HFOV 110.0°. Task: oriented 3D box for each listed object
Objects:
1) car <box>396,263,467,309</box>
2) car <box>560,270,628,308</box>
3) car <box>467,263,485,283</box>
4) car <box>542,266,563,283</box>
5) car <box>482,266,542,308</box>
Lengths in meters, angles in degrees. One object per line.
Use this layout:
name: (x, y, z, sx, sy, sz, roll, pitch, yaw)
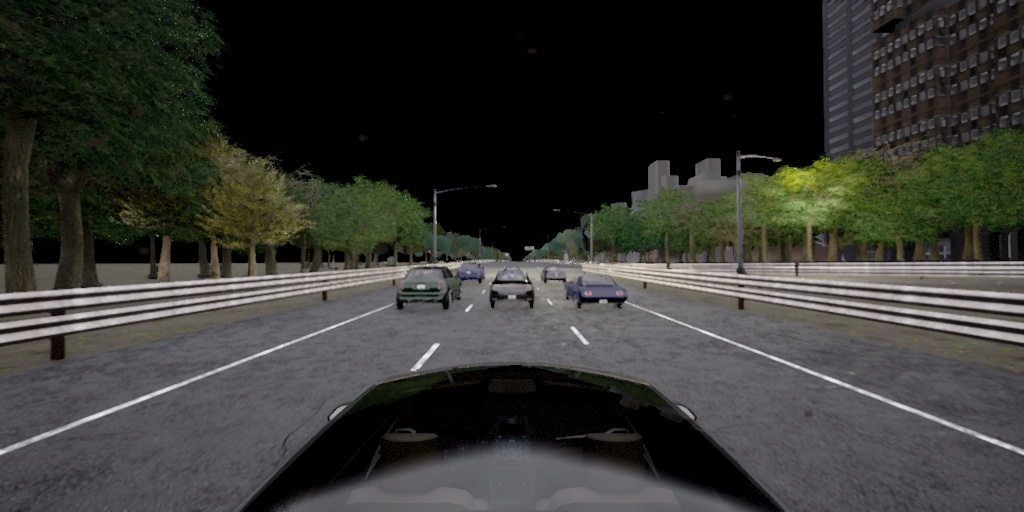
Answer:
car: (-3.492, 1.233, 15.932, 2.097, 1.767, 4.553, 0, -1, 0)
car: (3.508, 1.484, 15.959, 1.895, 1.301, 4.718, 0, 0, 0)
car: (-3.487, 1.367, 30.926, 2.097, 1.767, 4.553, 0, -1, 0)
car: (3.513, 1.564, 30.839, 2.033, 1.411, 5.357, 0, 0, 0)
car: (0.010, 1.377, 16.145, 2.128, 1.511, 4.902, 0, 0, 0)
